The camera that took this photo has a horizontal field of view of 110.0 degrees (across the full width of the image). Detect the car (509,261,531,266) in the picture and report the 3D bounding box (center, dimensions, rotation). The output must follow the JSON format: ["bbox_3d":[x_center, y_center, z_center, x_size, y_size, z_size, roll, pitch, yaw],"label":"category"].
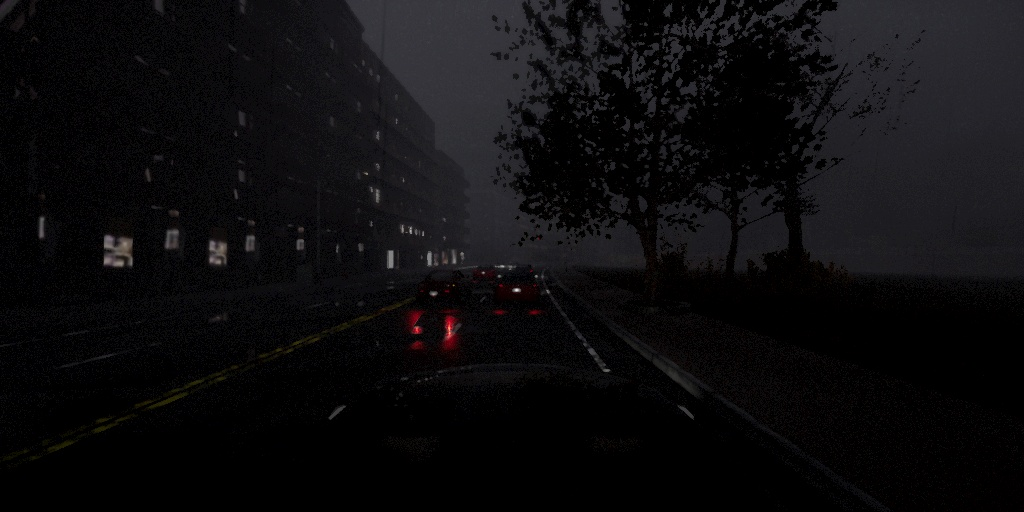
[{"bbox_3d":[1.039,1.345,31.064,1.994,1.385,4.181,0,0,4],"label":"car"}]

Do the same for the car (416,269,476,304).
[{"bbox_3d":[-2.990,1.292,16.371,1.812,1.442,4.674,0,0,2],"label":"car"}]

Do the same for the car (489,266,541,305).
[{"bbox_3d":[0.259,1.331,16.256,1.994,1.385,4.181,0,0,2],"label":"car"}]

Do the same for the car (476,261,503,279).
[{"bbox_3d":[-2.203,1.346,31.293,1.994,1.385,4.181,0,0,4],"label":"car"}]
